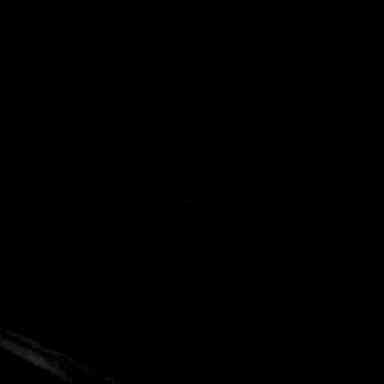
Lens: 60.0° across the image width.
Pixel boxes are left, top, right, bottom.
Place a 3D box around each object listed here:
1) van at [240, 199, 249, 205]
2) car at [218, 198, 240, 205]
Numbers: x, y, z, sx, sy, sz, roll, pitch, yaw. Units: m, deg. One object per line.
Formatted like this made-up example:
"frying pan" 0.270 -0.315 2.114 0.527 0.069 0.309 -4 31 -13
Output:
"van" 13.222 2.658 92.813 1.878 1.987 4.442 5 1 45
"car" 9.383 2.376 88.943 2.435 2.045 5.566 5 1 45
